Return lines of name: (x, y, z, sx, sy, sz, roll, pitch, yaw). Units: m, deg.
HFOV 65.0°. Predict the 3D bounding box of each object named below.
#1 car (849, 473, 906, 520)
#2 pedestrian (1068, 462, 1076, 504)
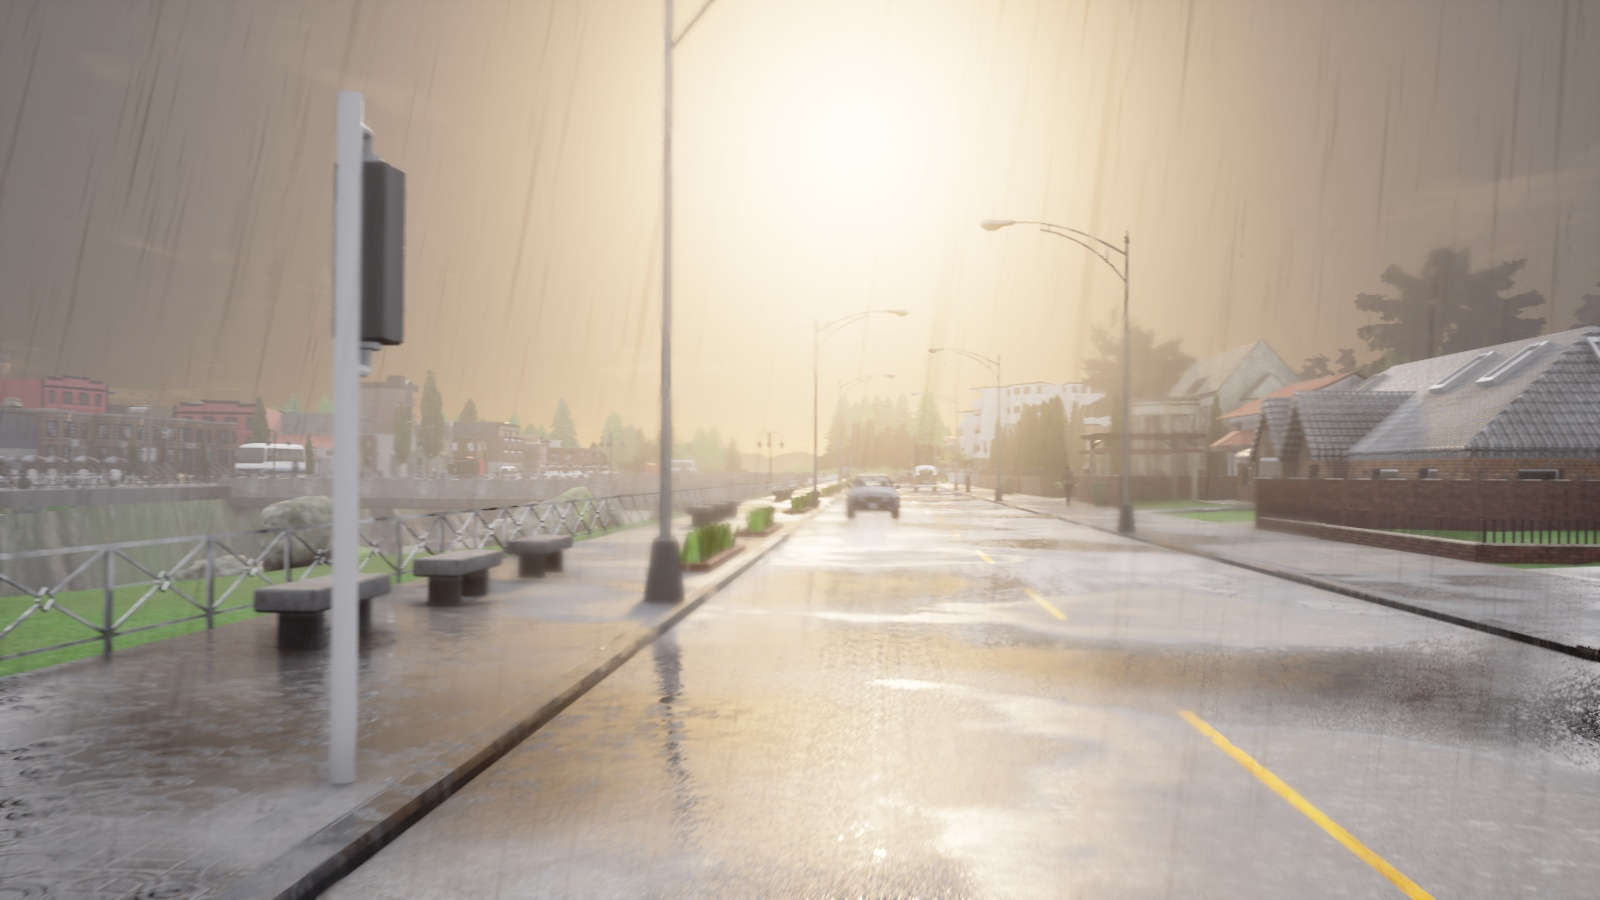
car: (2.610, 1.531, 42.171, 1.816, 1.474, 4.193, 0, -1, 4)
pedestrian: (11.658, 1.400, 53.789, 0.328, 1.805, 0.869, 0, -1, 11)
